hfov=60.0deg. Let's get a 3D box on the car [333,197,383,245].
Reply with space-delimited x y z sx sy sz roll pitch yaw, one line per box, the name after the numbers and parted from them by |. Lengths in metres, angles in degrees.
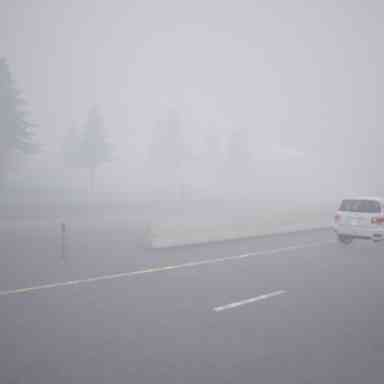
8.398 1.238 14.594 5.566 2.045 2.150 0 0 -39 | car
